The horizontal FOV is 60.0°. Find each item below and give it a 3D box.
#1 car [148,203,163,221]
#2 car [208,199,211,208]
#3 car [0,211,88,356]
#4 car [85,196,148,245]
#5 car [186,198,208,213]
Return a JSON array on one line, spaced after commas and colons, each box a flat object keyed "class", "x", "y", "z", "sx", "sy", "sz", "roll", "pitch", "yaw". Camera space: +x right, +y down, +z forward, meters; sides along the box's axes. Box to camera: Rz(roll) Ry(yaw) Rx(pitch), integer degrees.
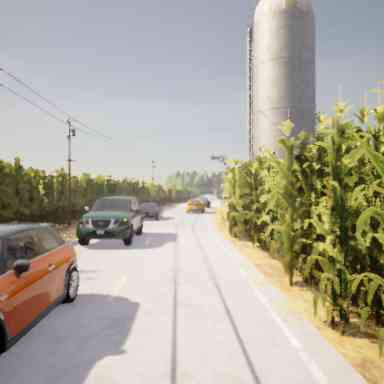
[{"class": "car", "x": -3.561, "y": 1.571, "z": 27.530, "sx": 1.994, "sy": 1.385, "sz": 4.181, "roll": 0, "pitch": 0, "yaw": 3}, {"class": "car", "x": 1.678, "y": 1.552, "z": 47.772, "sx": 2.033, "sy": 1.411, "sz": 5.357, "roll": 0, "pitch": 0, "yaw": 7}, {"class": "car", "x": -3.387, "y": 1.356, "z": 5.122, "sx": 2.097, "sy": 1.767, "sz": 4.553, "roll": 0, "pitch": 0, "yaw": -1}, {"class": "car", "x": -3.635, "y": 1.227, "z": 15.794, "sx": 2.150, "sy": 2.045, "sz": 5.566, "roll": 0, "pitch": 0, "yaw": -1}, {"class": "car", "x": 0.463, "y": 1.482, "z": 37.020, "sx": 1.882, "sy": 1.535, "sz": 5.008, "roll": 0, "pitch": 0, "yaw": 5}]
